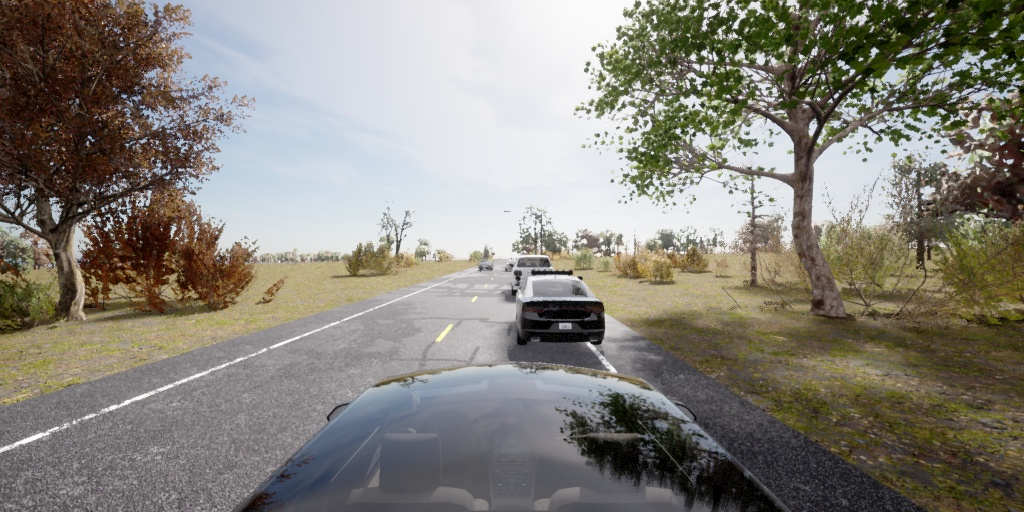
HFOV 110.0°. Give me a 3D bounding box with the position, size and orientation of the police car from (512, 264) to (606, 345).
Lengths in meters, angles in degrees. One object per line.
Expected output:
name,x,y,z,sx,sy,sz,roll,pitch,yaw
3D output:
police car,1.053,1.177,9.644,1.930,1.638,5.238,0,0,0

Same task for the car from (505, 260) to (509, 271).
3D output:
car,0.056,1.283,48.265,1.812,1.442,4.674,0,0,1

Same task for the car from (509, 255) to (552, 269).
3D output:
car,1.057,0.978,19.566,2.150,2.045,5.566,0,0,0

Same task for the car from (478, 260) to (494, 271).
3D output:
car,-3.483,1.249,48.100,2.128,1.511,4.902,0,0,0
